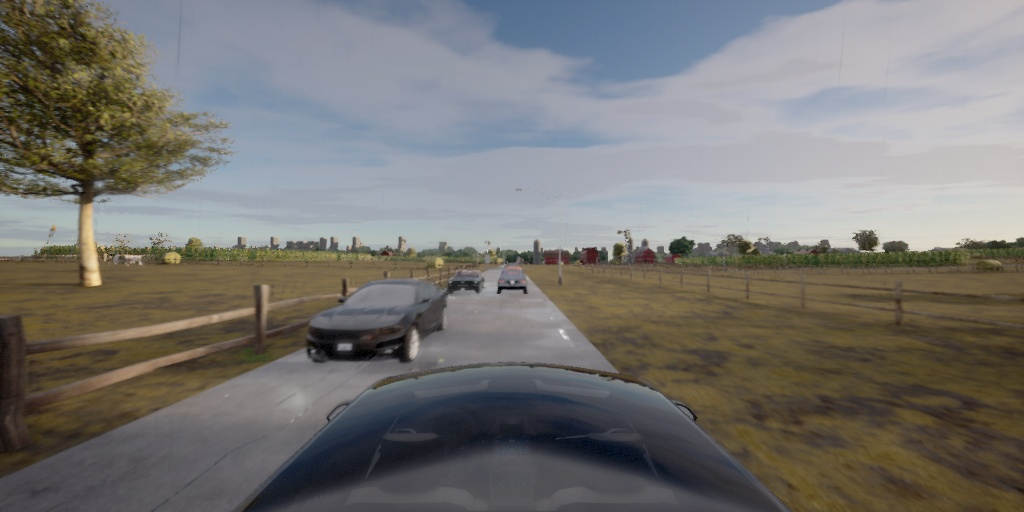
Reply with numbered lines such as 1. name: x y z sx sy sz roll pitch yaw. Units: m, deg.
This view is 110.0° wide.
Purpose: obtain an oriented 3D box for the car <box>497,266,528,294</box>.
1. car: 0.040 1.521 22.411 2.033 1.411 5.357 0 -1 1

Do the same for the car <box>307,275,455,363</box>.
1. car: -2.798 1.299 8.537 1.882 1.535 5.008 0 -1 0

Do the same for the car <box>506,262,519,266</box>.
1. car: 0.080 1.567 43.168 2.097 1.767 4.553 0 -1 0

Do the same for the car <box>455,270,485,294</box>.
1. car: -2.757 1.574 22.386 1.895 1.301 4.718 0 -1 0
